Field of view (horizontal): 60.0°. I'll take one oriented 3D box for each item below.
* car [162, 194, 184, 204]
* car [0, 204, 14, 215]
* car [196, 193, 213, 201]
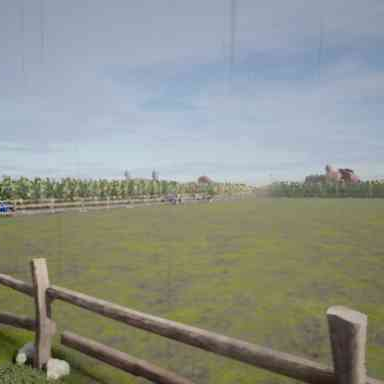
[{"bbox_3d":[-3.155,1.156,55.285,1.837,1.490,4.892,0,0,30],"label":"car"},{"bbox_3d":[-18.735,1.439,30.261,1.882,1.535,5.008,0,1,34],"label":"car"},{"bbox_3d":[2.520,1.031,65.493,1.837,1.490,4.892,0,1,28],"label":"car"}]
